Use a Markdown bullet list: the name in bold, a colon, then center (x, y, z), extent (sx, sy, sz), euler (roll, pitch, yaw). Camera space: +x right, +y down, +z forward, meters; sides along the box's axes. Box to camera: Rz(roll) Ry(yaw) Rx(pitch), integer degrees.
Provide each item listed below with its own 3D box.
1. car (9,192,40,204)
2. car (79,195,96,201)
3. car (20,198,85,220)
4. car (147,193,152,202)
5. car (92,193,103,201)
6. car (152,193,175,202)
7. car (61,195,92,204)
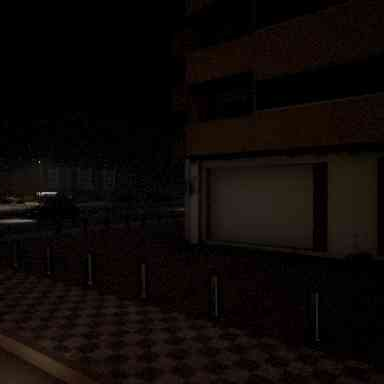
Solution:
- **car**: center (-34.061, 1.176, 67.886), extent (1.932, 1.855, 4.605), euler (0, 0, 35)
- **car**: center (-26.319, 1.417, 83.883), extent (1.970, 1.475, 3.806), euler (0, 0, 35)
- **car**: center (-12.189, 1.568, 29.377), extent (1.812, 1.442, 4.674), euler (0, 0, 35)
- **car**: center (-7.918, 1.189, 70.900), extent (1.905, 1.878, 3.866), euler (0, 0, 35)
- **car**: center (-23.961, 1.179, 82.202), extent (1.905, 1.878, 3.866), euler (0, 0, 35)
- **car**: center (-5.587, 1.187, 69.185), extent (1.932, 1.855, 4.605), euler (0, 0, 35)
- **car**: center (-20.214, 1.426, 58.202), extent (1.970, 1.475, 3.806), euler (0, 0, 35)
